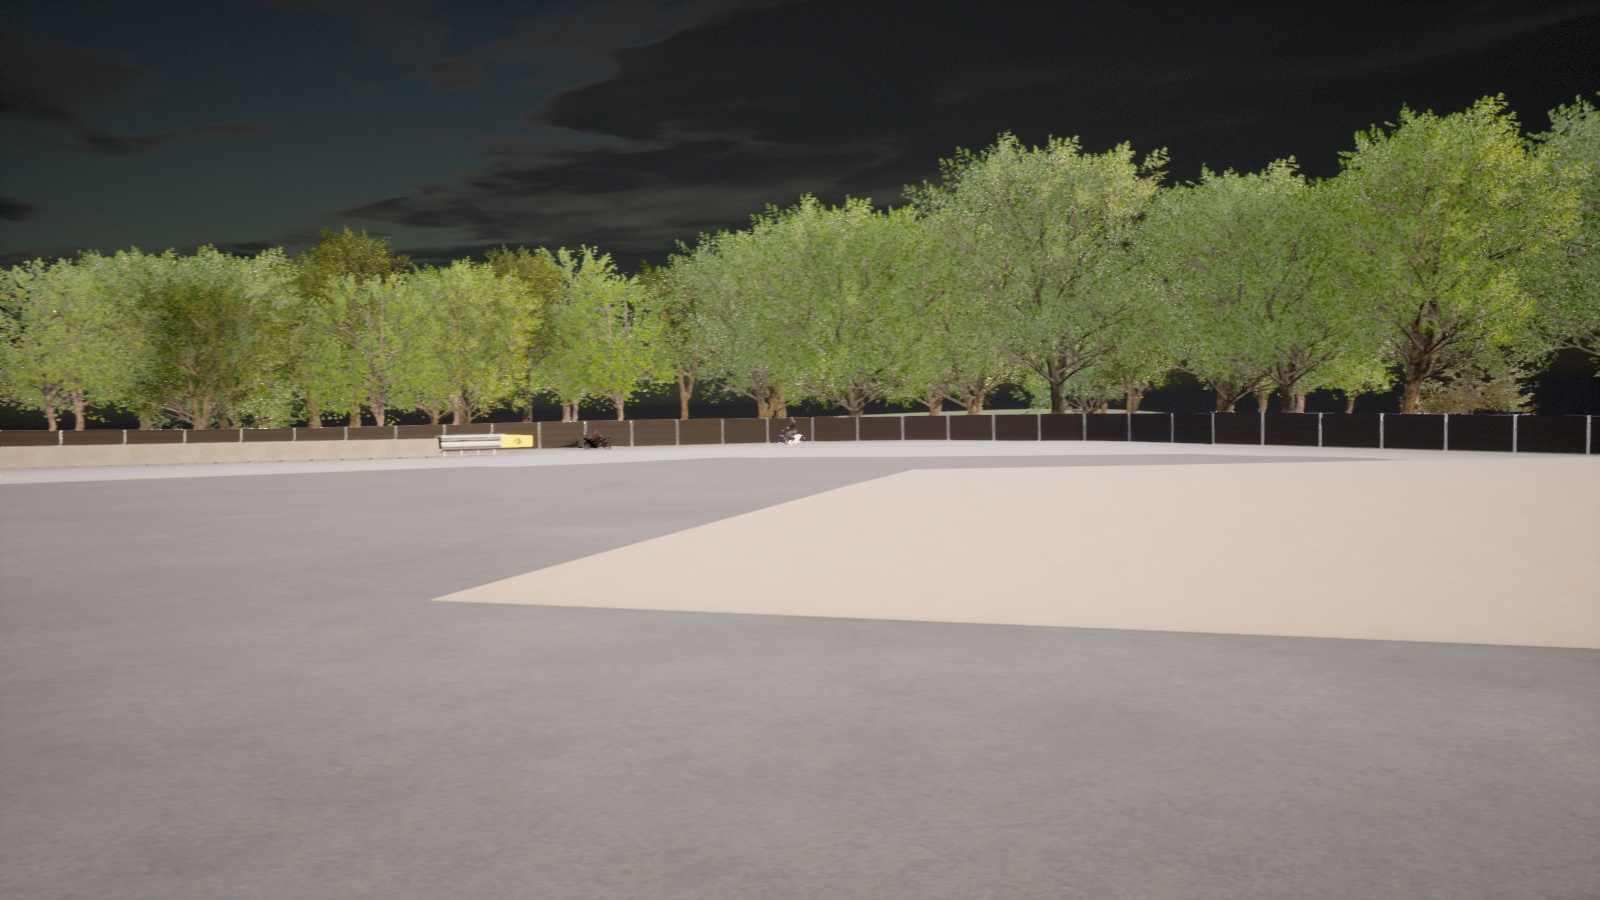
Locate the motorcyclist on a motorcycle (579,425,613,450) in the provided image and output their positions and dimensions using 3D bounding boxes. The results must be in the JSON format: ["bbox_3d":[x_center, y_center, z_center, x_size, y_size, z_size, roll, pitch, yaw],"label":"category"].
[{"bbox_3d":[-13.081,-0.794,80.481,2.044,1.523,0.797,-2,3,-16],"label":"motorcyclist on a motorcycle"}]
